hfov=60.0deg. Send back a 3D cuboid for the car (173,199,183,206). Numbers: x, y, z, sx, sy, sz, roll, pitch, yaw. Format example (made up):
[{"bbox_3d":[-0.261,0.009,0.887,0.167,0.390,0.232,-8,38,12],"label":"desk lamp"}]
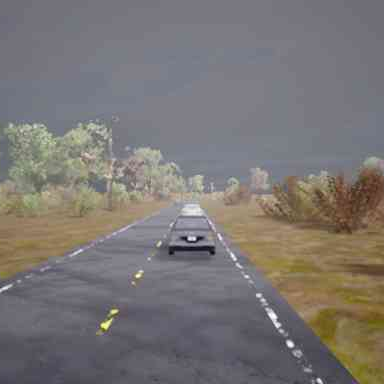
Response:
[{"bbox_3d":[-3.004,2.185,71.790,1.812,1.442,4.674,0,-1,0],"label":"car"}]

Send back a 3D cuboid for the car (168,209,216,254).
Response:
[{"bbox_3d":[0.000,1.678,13.989,2.033,1.411,5.357,0,0,0],"label":"car"}]

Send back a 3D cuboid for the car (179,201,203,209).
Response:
[{"bbox_3d":[0.003,1.798,29.377,1.812,1.442,4.674,0,0,0],"label":"car"}]
